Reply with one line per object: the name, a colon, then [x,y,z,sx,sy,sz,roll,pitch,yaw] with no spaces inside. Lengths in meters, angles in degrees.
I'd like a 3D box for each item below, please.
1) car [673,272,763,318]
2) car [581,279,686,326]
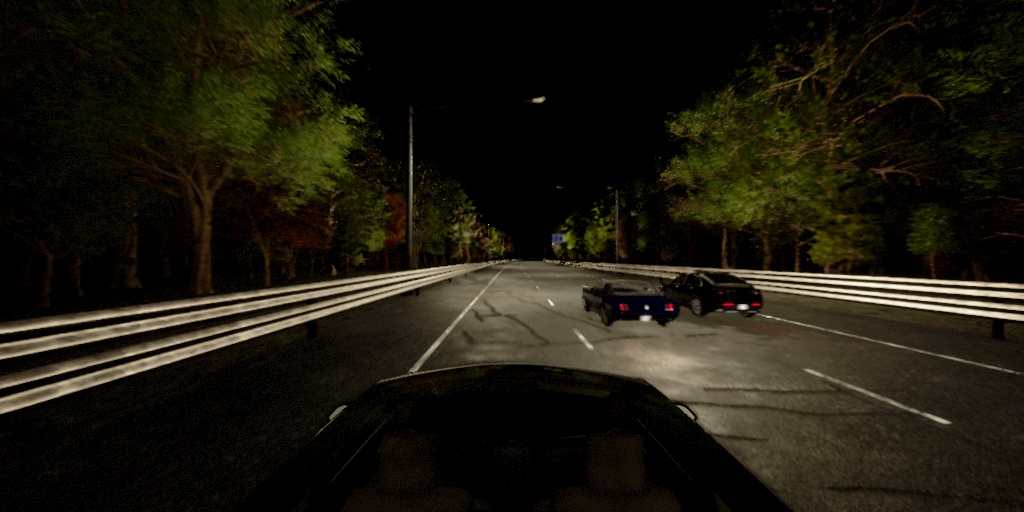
car: [7.101,1.339,13.444,1.837,1.490,4.892,0,0,0]
car: [3.601,1.424,11.895,1.895,1.301,4.718,0,0,0]
